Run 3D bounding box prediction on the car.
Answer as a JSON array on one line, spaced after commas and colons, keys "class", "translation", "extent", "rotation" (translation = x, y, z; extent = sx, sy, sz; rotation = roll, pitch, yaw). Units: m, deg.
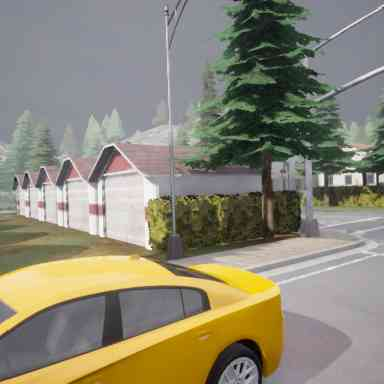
[{"class": "car", "translation": [-1.277, 1.452, 3.078], "extent": [5.008, 1.535, 1.882], "rotation": [-2, 1, -35]}]
